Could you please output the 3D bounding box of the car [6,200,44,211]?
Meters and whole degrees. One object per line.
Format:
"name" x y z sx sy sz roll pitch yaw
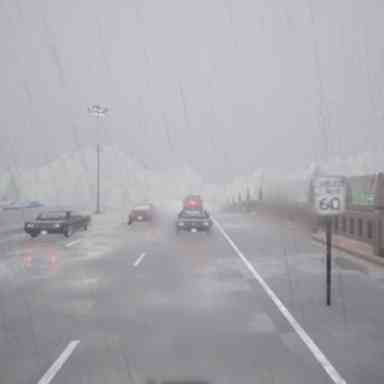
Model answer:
"car" -17.590 1.602 35.506 1.882 1.535 5.008 0 -2 0

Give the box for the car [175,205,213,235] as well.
"car" 0.099 1.603 18.616 1.895 1.301 4.718 0 0 0

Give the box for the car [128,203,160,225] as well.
"car" -3.401 1.529 24.052 1.812 1.442 4.674 0 0 0

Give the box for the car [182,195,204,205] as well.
"car" 0.098 1.391 37.084 2.150 2.045 5.566 0 -2 0

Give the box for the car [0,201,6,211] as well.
"car" -14.098 1.228 20.226 2.150 2.045 5.566 0 0 0

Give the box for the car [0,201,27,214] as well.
"car" -21.085 1.745 38.233 1.812 1.442 4.674 0 -2 0

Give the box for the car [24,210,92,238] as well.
"car" -6.901 1.604 17.738 1.895 1.301 4.718 0 0 0
